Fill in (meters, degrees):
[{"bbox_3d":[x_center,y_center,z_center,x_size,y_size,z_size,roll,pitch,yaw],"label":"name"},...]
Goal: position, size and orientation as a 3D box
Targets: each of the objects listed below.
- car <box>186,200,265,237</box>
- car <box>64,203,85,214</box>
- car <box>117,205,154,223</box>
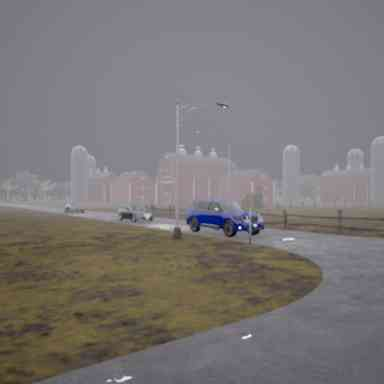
[{"bbox_3d":[1.837,1.508,20.353,2.150,2.045,5.566,1,-1,-35],"label":"car"},{"bbox_3d":[-16.168,2.234,45.712,1.837,1.490,4.892,1,-2,-35],"label":"car"},{"bbox_3d":[-5.166,1.948,30.184,2.128,1.511,4.902,1,-1,-35],"label":"car"}]
